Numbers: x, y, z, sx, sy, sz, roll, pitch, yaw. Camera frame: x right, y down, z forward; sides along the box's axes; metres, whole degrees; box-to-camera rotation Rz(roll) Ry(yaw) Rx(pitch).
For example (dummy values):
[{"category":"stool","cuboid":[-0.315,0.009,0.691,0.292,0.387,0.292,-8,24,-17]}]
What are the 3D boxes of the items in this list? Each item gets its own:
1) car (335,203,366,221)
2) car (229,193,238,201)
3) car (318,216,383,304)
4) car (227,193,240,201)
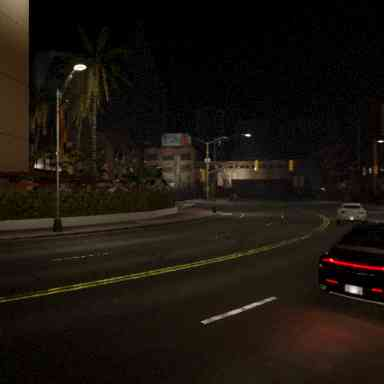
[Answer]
[{"category":"car","cuboid":[11.508,1.512,24.158,1.812,1.442,4.674,0,0,23]},{"category":"car","cuboid":[10.797,1.289,87.333,2.185,1.767,4.553,0,0,7]},{"category":"car","cuboid":[4.649,1.503,7.749,4.892,1.490,1.837,-1,1,-45]},{"category":"car","cuboid":[10.165,1.419,80.938,2.097,1.535,5.008,0,0,7]}]
